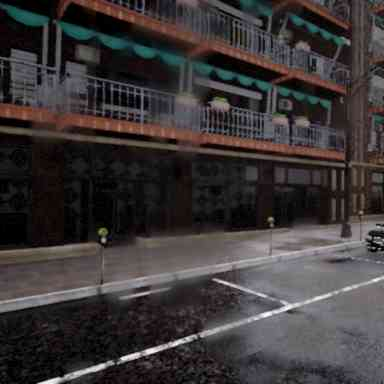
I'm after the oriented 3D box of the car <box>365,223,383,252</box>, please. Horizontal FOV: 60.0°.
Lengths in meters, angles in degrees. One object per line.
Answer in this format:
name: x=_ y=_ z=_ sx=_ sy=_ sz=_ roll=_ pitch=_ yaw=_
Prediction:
car: x=8.163 y=1.529 z=12.390 sx=4.403 sy=1.369 sz=2.008 roll=0 pitch=1 yaw=-36
